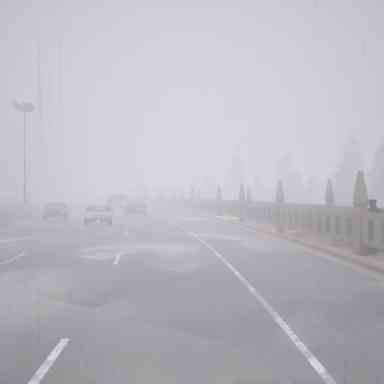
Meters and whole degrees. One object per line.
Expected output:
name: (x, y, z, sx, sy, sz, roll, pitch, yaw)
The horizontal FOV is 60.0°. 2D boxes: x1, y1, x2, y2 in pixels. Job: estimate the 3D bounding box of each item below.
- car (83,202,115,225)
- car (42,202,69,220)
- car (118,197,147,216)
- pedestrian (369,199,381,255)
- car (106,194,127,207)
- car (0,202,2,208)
car: (-6.887, 1.628, 24.496, 1.895, 1.301, 4.718, 0, 0, -15)
car: (-11.705, 1.594, 28.677, 2.033, 1.411, 5.357, 0, 0, -18)
car: (-5.743, 1.514, 32.708, 1.882, 1.535, 5.008, 0, 0, -18)
pedestrian: (6.041, 1.138, 11.135, 0.375, 1.860, 0.375, -1, 1, -7)
car: (-9.561, 1.284, 42.493, 2.150, 2.045, 5.566, 0, 0, -25)
car: (-26.303, 1.707, 43.926, 1.994, 1.385, 4.181, 0, 0, -30)
